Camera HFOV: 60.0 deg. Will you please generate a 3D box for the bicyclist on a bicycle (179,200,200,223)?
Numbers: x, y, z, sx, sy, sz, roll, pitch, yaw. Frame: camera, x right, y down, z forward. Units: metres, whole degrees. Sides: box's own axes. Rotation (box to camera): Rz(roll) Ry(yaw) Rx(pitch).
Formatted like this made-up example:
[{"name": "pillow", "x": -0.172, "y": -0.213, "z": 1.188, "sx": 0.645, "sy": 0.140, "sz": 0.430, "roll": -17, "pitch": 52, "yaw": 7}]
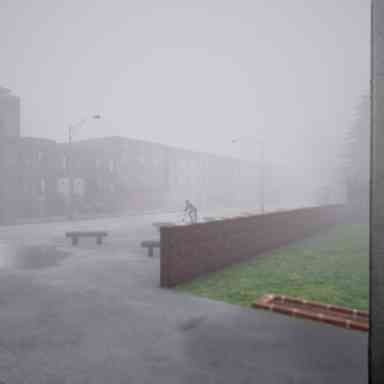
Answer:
[{"name": "bicyclist on a bicycle", "x": -0.162, "y": 1.328, "z": 20.955, "sx": 1.656, "sy": 1.620, "sz": 0.582, "roll": 0, "pitch": 0, "yaw": 35}]
